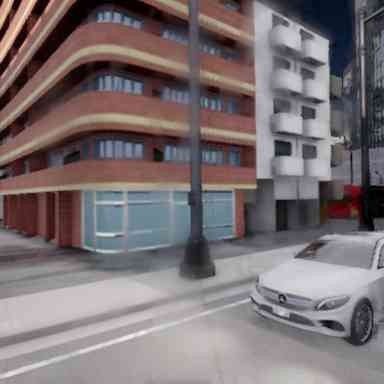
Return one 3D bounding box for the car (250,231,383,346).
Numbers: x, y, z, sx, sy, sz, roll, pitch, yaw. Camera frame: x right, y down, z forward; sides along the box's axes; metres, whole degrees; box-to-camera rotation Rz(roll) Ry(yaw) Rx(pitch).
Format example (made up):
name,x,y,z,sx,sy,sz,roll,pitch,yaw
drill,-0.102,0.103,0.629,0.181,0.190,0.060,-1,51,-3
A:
name,x,y,z,sx,sy,sz,roll,pitch,yaw
car,3.182,1.562,6.579,4.674,1.442,1.812,0,-1,-39
